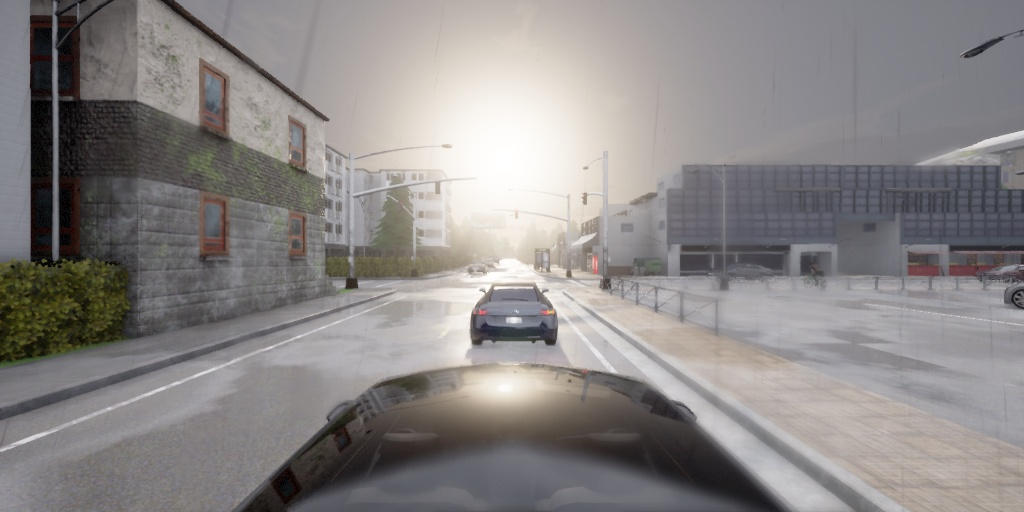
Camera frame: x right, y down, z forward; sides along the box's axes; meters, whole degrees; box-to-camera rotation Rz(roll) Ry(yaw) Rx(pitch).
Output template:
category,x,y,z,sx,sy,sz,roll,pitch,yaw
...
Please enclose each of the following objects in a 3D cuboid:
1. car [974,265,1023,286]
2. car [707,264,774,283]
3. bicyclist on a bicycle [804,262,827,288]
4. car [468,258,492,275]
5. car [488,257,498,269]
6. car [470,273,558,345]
category,x,y,z,sx,sy,sz,roll,pitch,yaw
car,41.399,1.451,29.651,4.674,1.442,1.812,0,0,0
car,18.817,1.417,29.607,4.902,1.511,2.128,0,0,0
bicyclist on a bicycle,18.689,1.227,22.123,0.582,1.620,1.656,0,0,0
car,-3.735,1.241,39.697,2.128,1.511,4.902,0,0,1
car,-3.654,1.254,55.669,1.837,1.490,4.892,0,0,0
car,0.053,1.314,9.502,1.994,1.385,4.181,0,0,0
